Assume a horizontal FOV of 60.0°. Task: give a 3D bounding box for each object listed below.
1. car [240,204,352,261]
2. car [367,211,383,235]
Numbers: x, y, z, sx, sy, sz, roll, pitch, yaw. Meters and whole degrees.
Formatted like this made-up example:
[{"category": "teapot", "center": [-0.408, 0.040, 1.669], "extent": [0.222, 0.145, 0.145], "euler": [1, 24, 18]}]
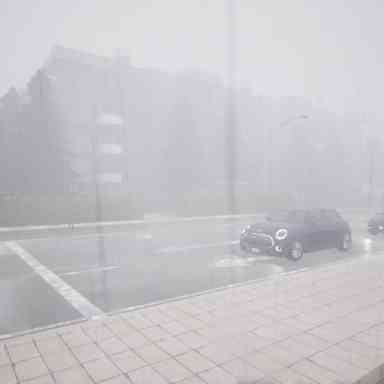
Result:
[{"category": "car", "center": [3.920, 1.352, 12.406], "extent": [4.553, 1.767, 2.097], "euler": [0, 0, -36]}, {"category": "car", "center": [11.233, 1.505, 17.711], "extent": [4.892, 1.490, 1.837], "euler": [0, 0, -36]}]
